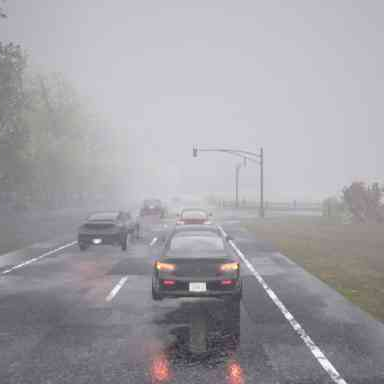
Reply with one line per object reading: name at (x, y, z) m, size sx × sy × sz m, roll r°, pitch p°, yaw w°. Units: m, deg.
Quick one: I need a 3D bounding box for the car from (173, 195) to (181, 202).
car at (-3.484, 1.479, 77.989) m, size 1.882 × 1.535 × 5.008 m, roll 0°, pitch 0°, yaw 0°

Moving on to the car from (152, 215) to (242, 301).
car at (0.102, 1.528, 8.221) m, size 1.812 × 1.442 × 4.674 m, roll 0°, pitch 0°, yaw 0°

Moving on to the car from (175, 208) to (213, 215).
car at (0.106, 1.530, 17.095) m, size 1.812 × 1.442 × 4.674 m, roll 0°, pitch 0°, yaw 0°

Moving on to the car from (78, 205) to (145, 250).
car at (-3.398, 1.508, 14.342) m, size 1.837 × 1.490 × 4.892 m, roll 0°, pitch 0°, yaw 0°

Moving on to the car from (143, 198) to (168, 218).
car at (-3.395, 1.357, 30.163) m, size 2.097 × 1.767 × 4.553 m, roll 0°, pitch 0°, yaw 0°
